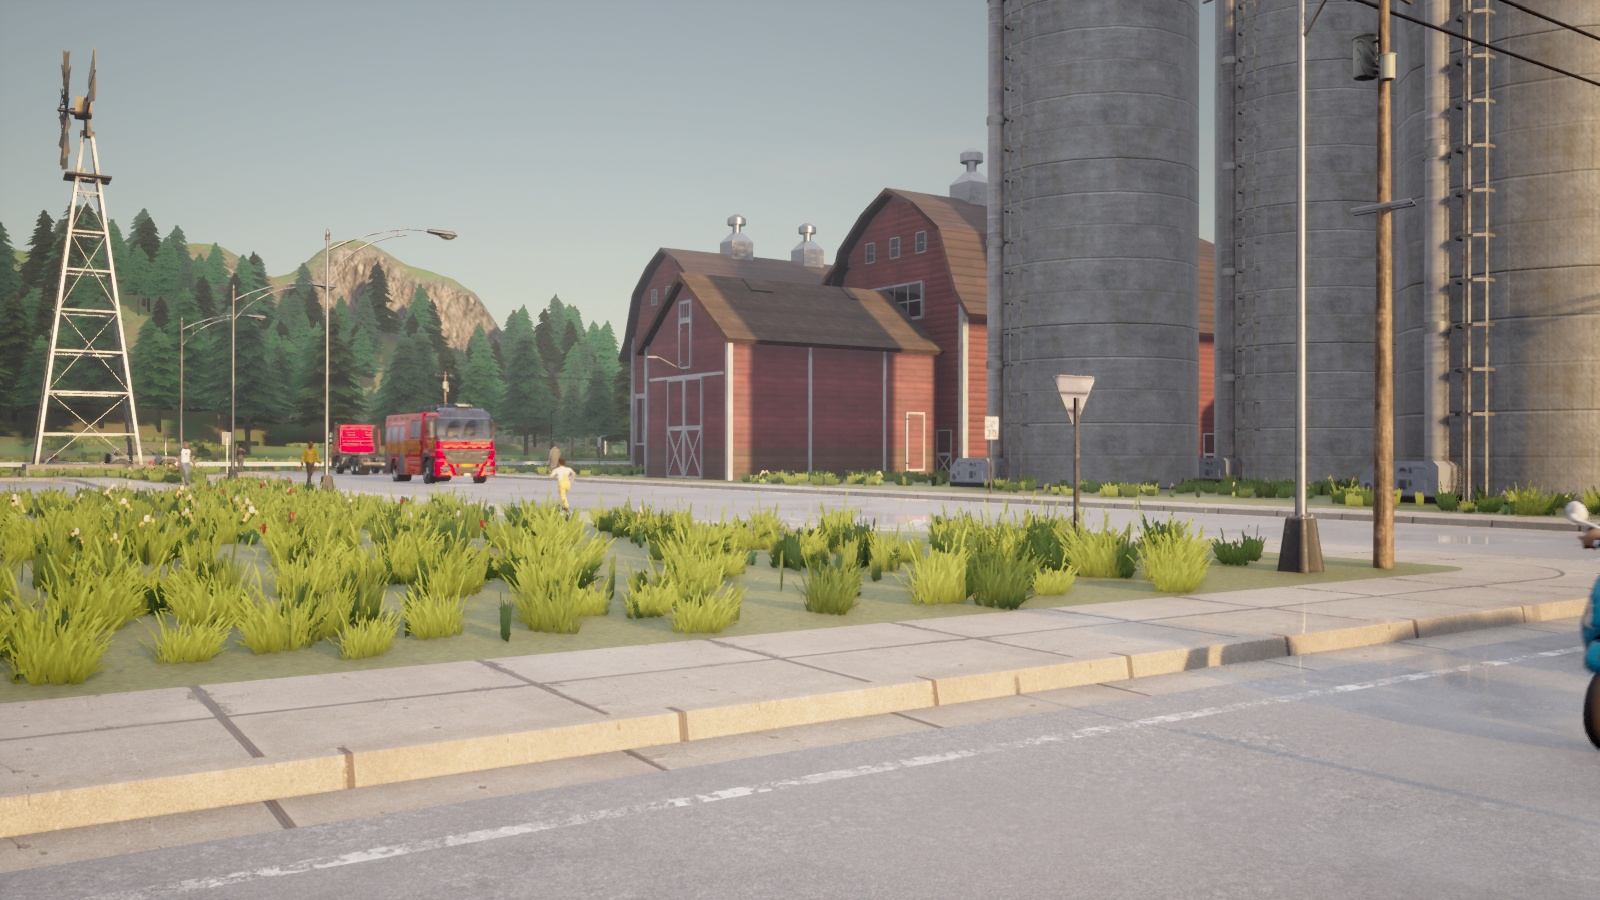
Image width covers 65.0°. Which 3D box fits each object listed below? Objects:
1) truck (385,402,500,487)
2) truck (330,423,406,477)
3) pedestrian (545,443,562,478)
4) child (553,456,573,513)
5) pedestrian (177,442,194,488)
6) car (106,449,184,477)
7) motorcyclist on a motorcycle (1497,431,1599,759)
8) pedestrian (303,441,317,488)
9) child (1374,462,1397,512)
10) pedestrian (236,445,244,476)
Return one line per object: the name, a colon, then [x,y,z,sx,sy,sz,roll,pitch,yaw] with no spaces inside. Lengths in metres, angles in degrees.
truck: [-17.550,-0.233,61.229,2.891,3.827,8.468,0,0,-34]
truck: [-29.193,0.033,84.678,2.891,3.462,7.936,0,0,-34]
pedestrian: [-13.866,0.603,70.724,0.659,1.952,0.873,0,0,-34]
child: [-5.281,0.760,28.000,0.270,1.263,0.437,0,0,-39]
pedestrian: [-24.474,0.583,50.019,0.706,1.836,0.354,0,0,39]
car: [-45.108,0.869,86.459,4.605,1.855,1.932,0,0,-33]
motorcyclist on a motorcycle: [4.611,0.705,6.643,1.817,1.590,0.866,0,0,-33]
pedestrian: [-18.949,0.559,48.542,0.370,1.835,0.726,0,0,-33]
child: [13.110,0.821,28.120,0.255,1.110,0.394,0,0,-30]
pedestrian: [-35.930,0.674,80.621,0.402,1.930,0.666,0,0,-31]
